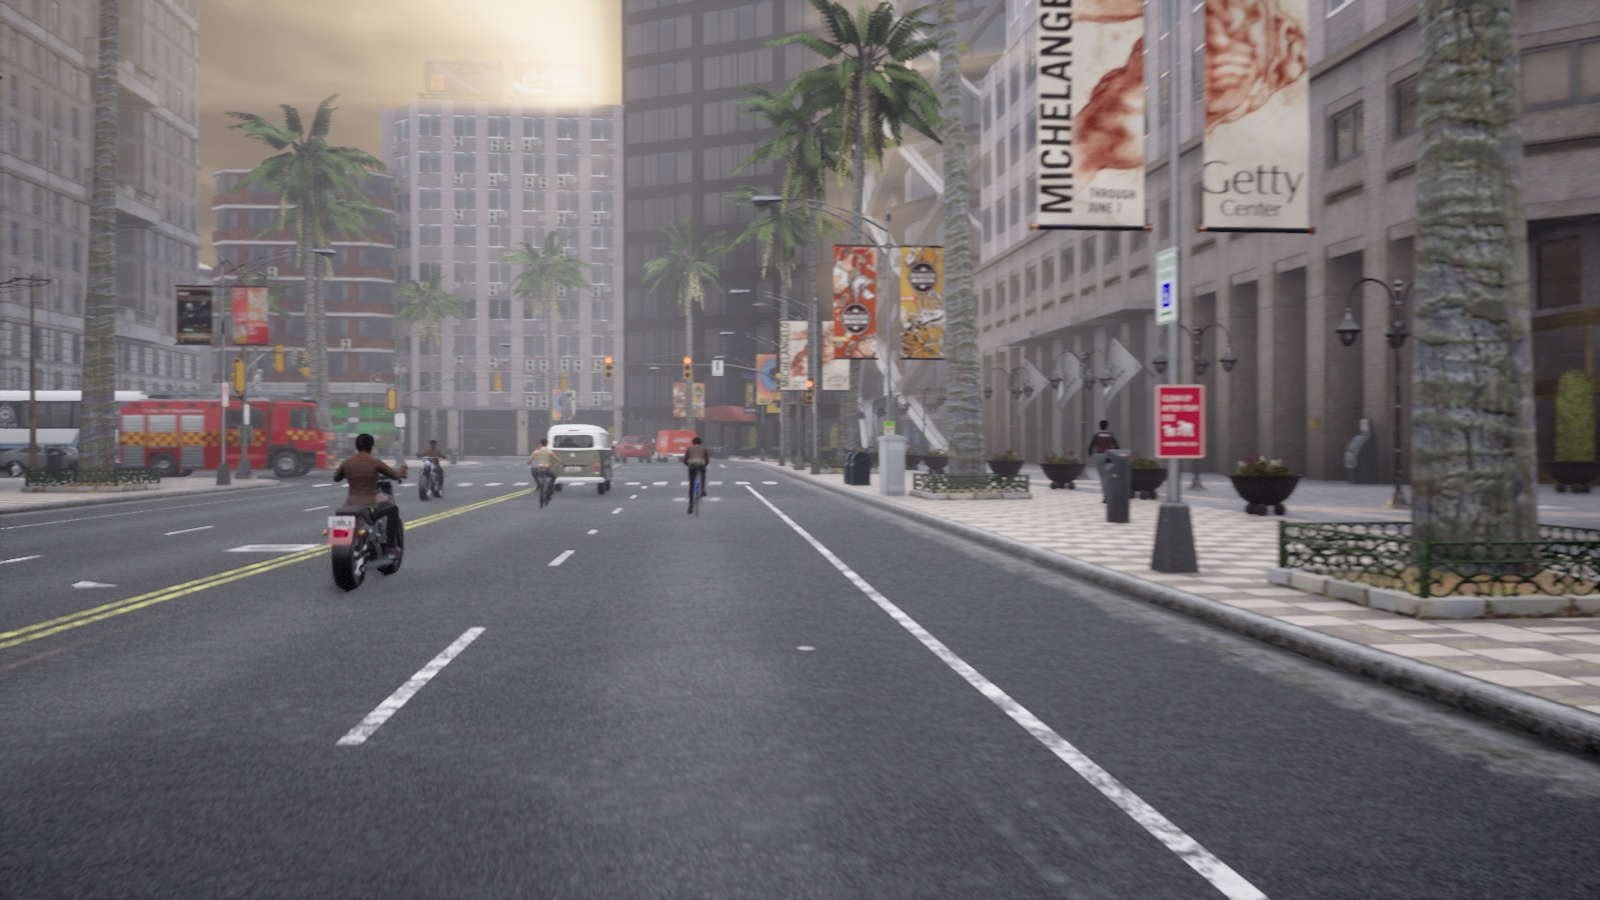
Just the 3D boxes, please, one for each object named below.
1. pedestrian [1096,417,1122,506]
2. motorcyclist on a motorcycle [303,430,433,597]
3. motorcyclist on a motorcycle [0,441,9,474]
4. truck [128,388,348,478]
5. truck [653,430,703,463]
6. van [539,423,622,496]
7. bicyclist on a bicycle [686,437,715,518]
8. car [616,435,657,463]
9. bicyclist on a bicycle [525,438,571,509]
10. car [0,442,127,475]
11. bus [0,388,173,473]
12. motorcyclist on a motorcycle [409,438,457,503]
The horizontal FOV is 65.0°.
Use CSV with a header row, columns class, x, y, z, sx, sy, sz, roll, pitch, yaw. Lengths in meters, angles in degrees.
class,x,y,z,sx,sy,sz,roll,pitch,yaw
pedestrian,6.805,0.245,27.675,0.402,1.930,0.666,0,0,-2
motorcyclist on a motorcycle,-4.600,0.621,13.558,0.766,1.649,2.350,0,0,-4
motorcyclist on a motorcycle,-39.621,0.366,60.979,1.817,1.590,0.866,0,0,-5
truck,-24.757,-0.726,55.781,8.468,3.827,2.891,0,0,-10
truck,-9.460,-0.284,96.897,2.627,2.467,5.204,0,0,-20
van,-6.508,0.259,37.663,2.069,2.038,4.480,0,0,-5
bicyclist on a bicycle,-2.052,0.554,25.858,0.582,1.620,1.656,0,0,-5
car,-12.386,-0.066,94.744,2.150,2.045,5.566,0,0,-17
bicyclist on a bicycle,-5.829,0.520,29.072,0.866,1.612,1.509,0,0,-4
car,-34.095,0.384,57.927,4.902,1.511,2.128,0,0,-5
bus,-38.401,-0.984,64.576,10.273,4.253,3.944,0,0,-5
motorcyclist on a motorcycle,-9.664,0.512,33.162,0.766,1.649,2.350,0,0,-5
